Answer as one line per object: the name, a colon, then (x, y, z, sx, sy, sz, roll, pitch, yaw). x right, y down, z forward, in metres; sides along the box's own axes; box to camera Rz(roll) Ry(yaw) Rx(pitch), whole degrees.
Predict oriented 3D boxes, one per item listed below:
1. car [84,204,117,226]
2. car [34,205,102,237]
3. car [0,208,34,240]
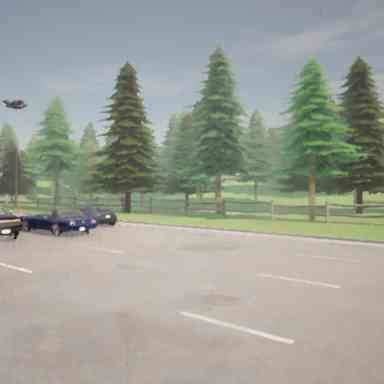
car: (-6.839, 1.484, 21.774, 4.181, 1.385, 1.994, 0, 0, 36)
car: (-7.232, 1.530, 17.755, 4.718, 1.301, 1.895, 0, 0, 36)
car: (-9.679, 1.419, 15.201, 4.902, 1.511, 2.128, 0, 0, 36)
